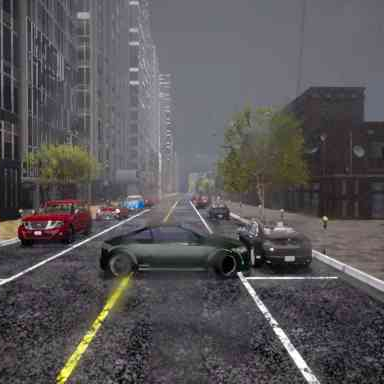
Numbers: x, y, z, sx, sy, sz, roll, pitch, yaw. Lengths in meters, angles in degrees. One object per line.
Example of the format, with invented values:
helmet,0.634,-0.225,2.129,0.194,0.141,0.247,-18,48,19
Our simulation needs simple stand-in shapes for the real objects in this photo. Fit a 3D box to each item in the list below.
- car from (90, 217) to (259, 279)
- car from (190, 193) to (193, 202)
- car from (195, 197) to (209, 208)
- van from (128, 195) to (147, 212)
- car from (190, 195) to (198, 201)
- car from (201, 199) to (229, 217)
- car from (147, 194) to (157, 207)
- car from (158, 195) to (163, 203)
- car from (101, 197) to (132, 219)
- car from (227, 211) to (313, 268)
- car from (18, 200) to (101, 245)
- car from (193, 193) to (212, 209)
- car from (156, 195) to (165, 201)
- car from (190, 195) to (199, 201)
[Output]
car,-0.455,1.557,9.491,4.181,1.385,1.994,0,0,-1
car,0.900,1.290,71.949,2.192,1.841,5.009,-1,0,-1
car,1.456,1.509,49.988,1.752,1.417,4.829,-1,0,-1
van,-6.642,1.329,38.551,1.690,1.788,3.998,-1,0,-1
car,0.487,1.551,88.547,1.802,1.307,4.206,-1,0,-1
car,2.047,1.543,26.952,2.008,1.369,4.403,-1,0,-1
car,-6.921,1.298,49.617,2.192,1.841,5.009,-1,0,-1
car,-7.335,1.522,66.216,1.887,1.381,4.507,-1,0,-1
car,-6.356,1.432,26.757,1.967,1.590,4.097,-1,0,-1
car,2.564,1.548,11.092,2.008,1.369,4.403,-1,0,-1
car,-6.170,1.310,15.689,2.192,1.841,5.009,-1,0,-1
car,1.596,1.301,44.285,2.192,1.841,5.009,-1,0,-1
car,-7.749,1.496,82.645,1.752,1.417,4.829,-1,0,-1
car,0.626,1.537,83.014,1.947,1.339,4.313,-1,0,-1
